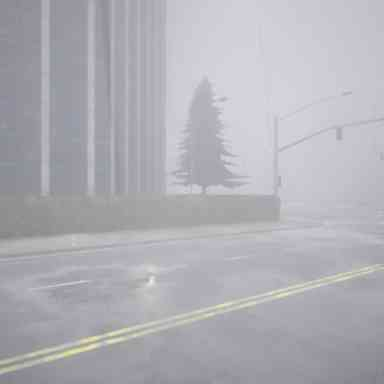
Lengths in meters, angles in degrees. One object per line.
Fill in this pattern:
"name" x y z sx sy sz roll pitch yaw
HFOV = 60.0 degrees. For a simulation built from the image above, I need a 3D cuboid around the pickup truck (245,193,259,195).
"pickup truck" 12.981 1.155 70.879 2.390 2.098 6.274 0 0 -6
